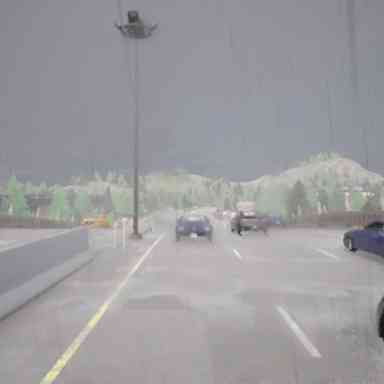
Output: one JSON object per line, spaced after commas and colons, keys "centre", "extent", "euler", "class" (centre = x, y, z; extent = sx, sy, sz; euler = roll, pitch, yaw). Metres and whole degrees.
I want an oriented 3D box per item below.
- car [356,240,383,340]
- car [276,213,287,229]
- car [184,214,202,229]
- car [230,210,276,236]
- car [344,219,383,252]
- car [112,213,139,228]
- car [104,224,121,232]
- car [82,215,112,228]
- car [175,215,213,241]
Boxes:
{"centre": [3.598, 1.534, 2.907], "extent": [1.837, 1.490, 4.892], "euler": [0, -1, 0], "class": "car"}
{"centre": [7.097, 2.562, 29.648], "extent": [1.812, 1.442, 4.674], "euler": [0, -5, 0], "class": "car"}
{"centre": [0.097, 3.205, 35.932], "extent": [1.812, 1.442, 4.674], "euler": [0, -7, 0], "class": "car"}
{"centre": [3.598, 1.942, 21.467], "extent": [2.128, 1.511, 4.902], "euler": [0, -3, 0], "class": "car"}
{"centre": [7.098, 1.645, 11.643], "extent": [1.812, 1.442, 4.674], "euler": [0, -1, 0], "class": "car"}
{"centre": [-7.088, 3.166, 37.093], "extent": [2.097, 1.767, 4.553], "euler": [0, -7, 0], "class": "car"}
{"centre": [-14.032, 6.392, 59.058], "extent": [1.895, 1.301, 4.718], "euler": [0, -8, 1], "class": "car"}
{"centre": [-10.586, 3.261, 36.814], "extent": [1.882, 1.535, 5.008], "euler": [0, -7, 0], "class": "car"}
{"centre": [0.098, 1.895, 18.190], "extent": [1.895, 1.301, 4.718], "euler": [0, -2, 0], "class": "car"}
